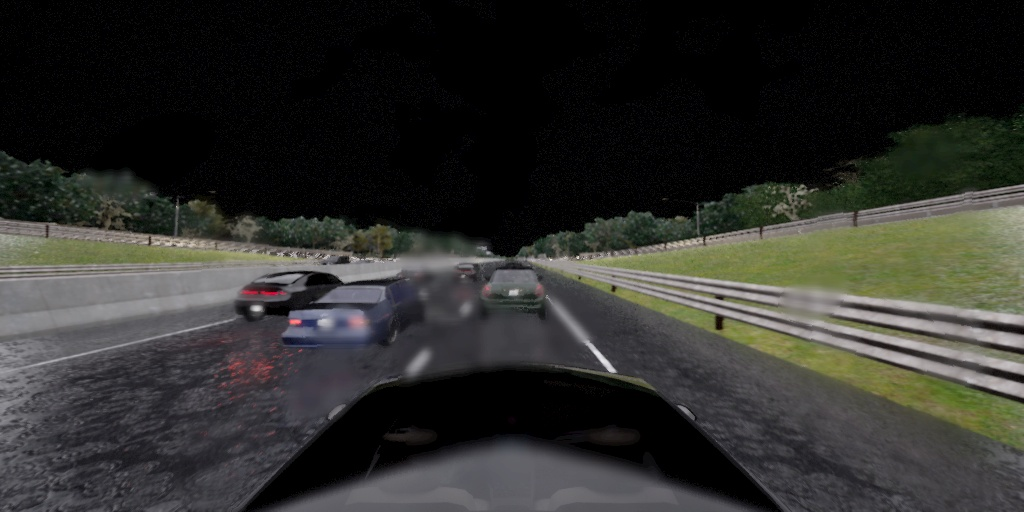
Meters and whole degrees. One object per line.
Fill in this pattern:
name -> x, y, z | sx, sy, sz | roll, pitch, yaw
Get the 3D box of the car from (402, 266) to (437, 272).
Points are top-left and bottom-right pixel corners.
car -> -6.878, 1.369, 26.529 | 1.895, 1.301, 4.718 | 0, 0, 1

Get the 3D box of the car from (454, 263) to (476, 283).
car -> -3.360, 1.275, 28.070 | 1.837, 1.490, 4.892 | 0, 0, 1

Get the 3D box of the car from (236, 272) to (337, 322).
car -> -6.923, 1.259, 12.212 | 1.837, 1.490, 4.892 | 0, -1, 0

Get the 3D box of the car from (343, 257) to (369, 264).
car -> -20.905, 1.277, 49.656 | 2.128, 1.511, 4.902 | 0, 0, 1

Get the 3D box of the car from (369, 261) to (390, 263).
car -> -17.409, 1.333, 49.656 | 2.033, 1.411, 5.357 | 0, 0, 1

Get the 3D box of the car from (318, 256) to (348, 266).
car -> -24.399, 1.008, 49.606 | 2.150, 2.045, 5.566 | 0, 0, 1

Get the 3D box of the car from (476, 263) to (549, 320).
car -> 0.083, 1.109, 12.759 | 2.097, 1.767, 4.553 | 0, 0, 1

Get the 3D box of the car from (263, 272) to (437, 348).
car -> -3.449, 1.303, 9.201 | 2.033, 1.411, 5.357 | 0, 0, 1
